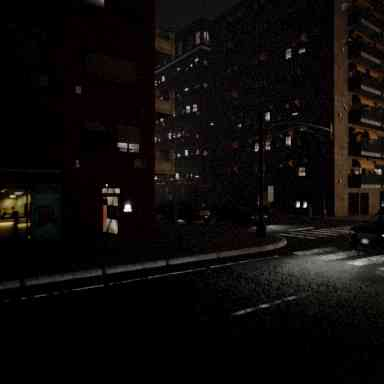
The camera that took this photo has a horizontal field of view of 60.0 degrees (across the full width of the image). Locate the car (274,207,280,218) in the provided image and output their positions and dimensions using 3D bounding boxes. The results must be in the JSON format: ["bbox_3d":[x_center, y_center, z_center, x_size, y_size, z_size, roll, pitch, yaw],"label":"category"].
[{"bbox_3d":[6.556,1.844,32.146,1.802,1.307,4.206,-1,0,-36],"label":"car"}]

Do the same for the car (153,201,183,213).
[{"bbox_3d":[-3.343,2.025,45.600,2.008,1.369,4.403,-1,0,-36],"label":"car"}]

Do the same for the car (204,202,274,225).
[{"bbox_3d":[3.536,1.779,26.338,2.033,1.411,5.357,0,-1,-34],"label":"car"}]

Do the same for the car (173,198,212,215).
[{"bbox_3d":[-0.048,1.718,41.116,2.192,1.841,5.009,-1,0,-36],"label":"car"}]

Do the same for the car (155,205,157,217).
[{"bbox_3d":[-2.340,1.861,34.266,1.837,1.490,4.892,0,-1,-37],"label":"car"}]

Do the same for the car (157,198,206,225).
[{"bbox_3d":[-0.434,1.586,27.049,2.192,1.841,5.009,-1,0,-36],"label":"car"}]

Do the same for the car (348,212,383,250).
[{"bbox_3d":[8.310,1.548,13.562,4.902,1.511,2.128,1,0,-35],"label":"car"}]

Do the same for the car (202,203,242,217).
[{"bbox_3d":[3.256,1.898,36.630,1.947,1.339,4.313,-1,0,-36],"label":"car"}]
